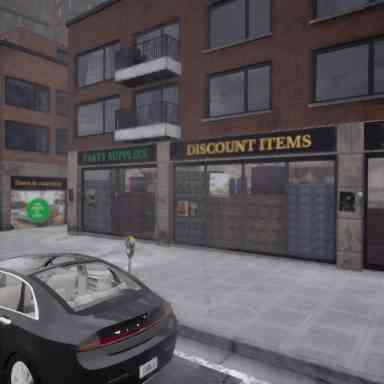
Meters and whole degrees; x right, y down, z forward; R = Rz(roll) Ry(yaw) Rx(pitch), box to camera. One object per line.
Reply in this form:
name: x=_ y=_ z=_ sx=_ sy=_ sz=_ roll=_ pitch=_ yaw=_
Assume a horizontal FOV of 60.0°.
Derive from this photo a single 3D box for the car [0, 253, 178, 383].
car: x=-2.215 y=1.550 z=4.664 sx=4.403 sy=1.369 sz=2.008 roll=0 pitch=1 yaw=36
